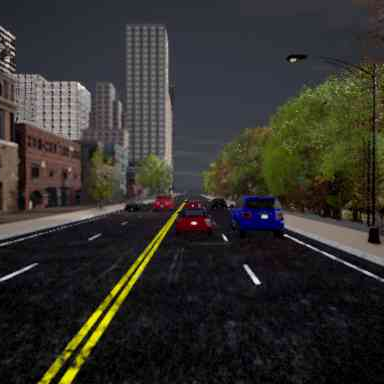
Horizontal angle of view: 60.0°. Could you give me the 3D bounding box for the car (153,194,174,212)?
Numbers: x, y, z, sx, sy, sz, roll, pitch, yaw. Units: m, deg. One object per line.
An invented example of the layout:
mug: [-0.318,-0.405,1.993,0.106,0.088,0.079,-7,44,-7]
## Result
car: [-3.308,1.243,39.765,2.150,2.045,5.566,0,0,0]

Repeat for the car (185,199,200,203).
car: [0.105,1.584,41.750,1.994,1.385,4.181,0,0,0]

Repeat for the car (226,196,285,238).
car: [3.353,1.232,18.019,2.150,2.045,5.566,0,0,0]

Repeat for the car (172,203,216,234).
car: [0.103,1.575,19.141,1.994,1.385,4.181,0,0,0]

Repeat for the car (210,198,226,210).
car: [3.355,1.498,42.779,1.882,1.535,5.008,0,0,0]

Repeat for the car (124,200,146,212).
car: [-6.565,1.620,38.653,1.895,1.301,4.718,0,0,0]
